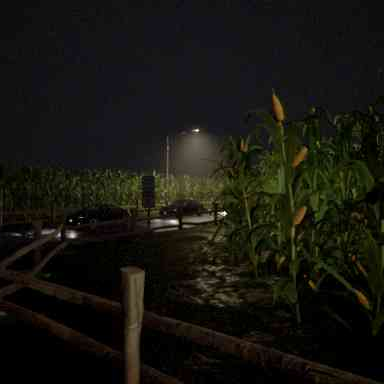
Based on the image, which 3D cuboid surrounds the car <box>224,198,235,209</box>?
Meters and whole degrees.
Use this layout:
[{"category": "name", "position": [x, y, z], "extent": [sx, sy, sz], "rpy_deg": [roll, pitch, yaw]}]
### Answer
[{"category": "car", "position": [5.064, 1.324, 35.674], "extent": [1.994, 1.385, 4.181], "rpy_deg": [0, 1, 36]}]

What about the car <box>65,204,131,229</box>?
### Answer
[{"category": "car", "position": [-5.749, 1.444, 20.564], "extent": [1.994, 1.385, 4.181], "rpy_deg": [0, 1, 35]}]

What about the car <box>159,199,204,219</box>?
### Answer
[{"category": "car", "position": [-0.735, 1.349, 27.571], "extent": [1.812, 1.442, 4.674], "rpy_deg": [0, 1, 35]}]
